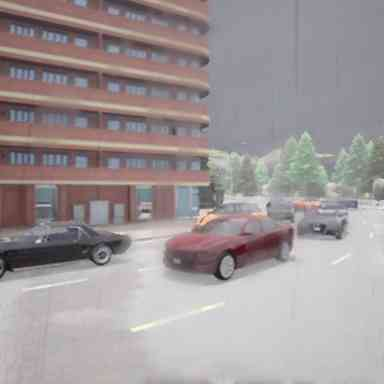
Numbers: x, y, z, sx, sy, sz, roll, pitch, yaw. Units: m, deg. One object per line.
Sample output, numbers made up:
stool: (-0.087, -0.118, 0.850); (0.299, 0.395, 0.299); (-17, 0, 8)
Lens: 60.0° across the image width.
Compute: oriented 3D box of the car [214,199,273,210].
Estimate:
car: (1.933, 1.322, 16.231); (2.097, 1.767, 4.553); (0, 0, 36)

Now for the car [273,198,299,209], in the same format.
car: (6.827, 1.458, 24.998); (1.837, 1.490, 4.892); (0, 0, 19)

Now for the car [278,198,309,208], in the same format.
car: (14.826, 1.510, 48.924); (1.895, 1.301, 4.718); (0, 0, -18)

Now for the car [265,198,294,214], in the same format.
car: (9.115, 1.426, 35.096); (2.128, 1.511, 4.902); (0, 0, 4)

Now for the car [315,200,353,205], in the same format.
car: (10.664, 1.554, 25.275); (1.895, 1.301, 4.718); (0, 0, 18)

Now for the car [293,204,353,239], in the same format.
car: (6.880, 1.532, 17.252); (1.994, 1.385, 4.181); (0, 0, 31)

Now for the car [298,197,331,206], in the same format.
car: (12.585, 1.286, 35.225); (2.097, 1.767, 4.553); (0, 0, 3)

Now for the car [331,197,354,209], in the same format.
car: (16.209, 1.420, 38.399); (2.128, 1.511, 4.902); (0, 0, -1)

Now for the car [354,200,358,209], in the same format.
car: (19.364, 1.397, 43.037); (1.882, 1.535, 5.008); (0, 0, -6)

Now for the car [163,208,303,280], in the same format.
car: (1.325, 1.459, 10.181); (1.882, 1.535, 5.008); (0, 0, 43)

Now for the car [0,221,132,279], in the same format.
car: (-4.300, 1.583, 9.867); (4.718, 1.301, 1.895); (0, 0, -39)
